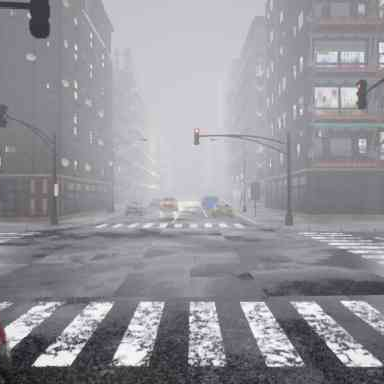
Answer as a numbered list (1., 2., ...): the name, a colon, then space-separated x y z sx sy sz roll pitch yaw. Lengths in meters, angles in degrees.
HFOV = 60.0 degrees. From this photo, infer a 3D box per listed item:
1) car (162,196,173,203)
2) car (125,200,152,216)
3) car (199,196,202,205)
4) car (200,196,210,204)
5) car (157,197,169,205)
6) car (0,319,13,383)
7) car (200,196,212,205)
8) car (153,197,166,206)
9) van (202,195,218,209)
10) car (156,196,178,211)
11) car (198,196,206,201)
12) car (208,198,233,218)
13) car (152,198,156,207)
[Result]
1. car: -5.308 1.612 72.270 2.008 1.369 4.403 1 0 0
2. car: -5.436 1.565 32.665 2.008 1.369 4.403 1 0 0
3. car: 2.576 1.346 49.697 2.192 1.841 5.009 1 0 0
4. car: 2.573 1.604 66.666 2.008 1.369 4.403 1 0 0
5. car: -5.308 1.627 60.954 1.802 1.307 4.206 1 0 0
6. car: -2.749 1.351 1.241 2.097 1.767 4.553 0 0 0
7. car: 2.574 1.485 61.009 1.967 1.590 4.097 1 0 0
8. car: -5.307 1.563 55.126 1.752 1.417 4.829 1 0 0
9. van: 2.608 1.366 44.044 1.690 1.788 3.998 1 0 0
10. car: -2.750 1.367 40.196 2.097 1.767 4.553 0 0 0
11. car: 2.572 1.627 83.634 1.887 1.381 4.507 1 0 0
12. car: 2.704 1.537 30.210 1.752 1.417 4.829 1 0 0
13. car: -5.307 1.613 49.638 1.802 1.307 4.206 1 0 0
